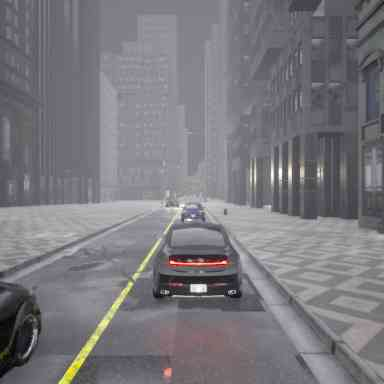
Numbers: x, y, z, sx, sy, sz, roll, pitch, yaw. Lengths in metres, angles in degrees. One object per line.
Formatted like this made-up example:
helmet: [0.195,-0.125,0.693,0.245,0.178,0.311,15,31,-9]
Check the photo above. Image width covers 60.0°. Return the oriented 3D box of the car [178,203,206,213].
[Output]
car: [0.100,1.556,26.329,1.812,1.442,4.674,0,0,0]

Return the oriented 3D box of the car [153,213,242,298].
car: [0.105,1.508,8.483,1.837,1.490,4.892,0,0,0]

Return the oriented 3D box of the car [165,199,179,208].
car: [-3.016,1.781,52.367,1.994,1.385,4.181,0,-1,1]

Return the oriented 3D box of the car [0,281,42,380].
car: [-3.100,1.564,2.997,1.994,1.385,4.181,0,0,0]
